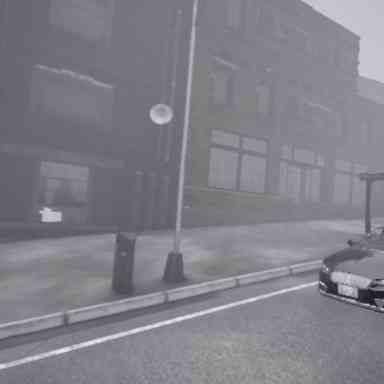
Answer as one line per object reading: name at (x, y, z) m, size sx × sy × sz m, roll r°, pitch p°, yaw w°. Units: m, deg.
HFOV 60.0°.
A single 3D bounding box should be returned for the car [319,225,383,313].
car at (4.780, 1.476, 7.239) m, size 4.902 × 1.511 × 2.128 m, roll 0°, pitch 0°, yaw -34°
